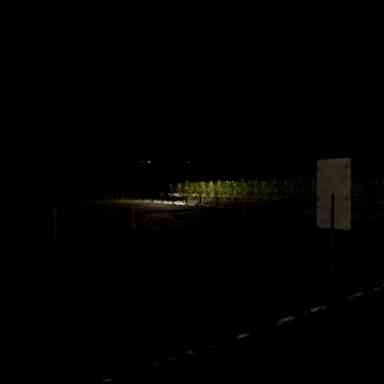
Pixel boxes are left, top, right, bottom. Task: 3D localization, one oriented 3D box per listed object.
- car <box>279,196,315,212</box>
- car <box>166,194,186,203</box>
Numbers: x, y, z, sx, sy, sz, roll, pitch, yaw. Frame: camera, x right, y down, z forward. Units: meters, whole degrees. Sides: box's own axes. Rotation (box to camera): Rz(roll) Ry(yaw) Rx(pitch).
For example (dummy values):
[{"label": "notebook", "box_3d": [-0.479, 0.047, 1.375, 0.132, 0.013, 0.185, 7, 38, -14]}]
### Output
[{"label": "car", "box_3d": [11.609, 1.247, 35.915, 2.128, 1.511, 4.902, 0, 0, -33]}, {"label": "car", "box_3d": [-2.864, 1.044, 58.508, 2.128, 1.511, 4.902, 0, 0, -32]}]
